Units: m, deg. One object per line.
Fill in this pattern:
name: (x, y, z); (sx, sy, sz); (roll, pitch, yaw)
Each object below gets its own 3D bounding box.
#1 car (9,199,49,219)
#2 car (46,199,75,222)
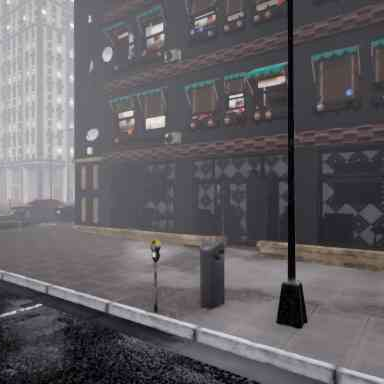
car: (-11.911, 1.262, 26.331); (1.812, 1.442, 4.674); (0, 1, 35)
car: (-7.274, 1.279, 22.840); (1.947, 1.339, 4.313); (1, 1, 35)
